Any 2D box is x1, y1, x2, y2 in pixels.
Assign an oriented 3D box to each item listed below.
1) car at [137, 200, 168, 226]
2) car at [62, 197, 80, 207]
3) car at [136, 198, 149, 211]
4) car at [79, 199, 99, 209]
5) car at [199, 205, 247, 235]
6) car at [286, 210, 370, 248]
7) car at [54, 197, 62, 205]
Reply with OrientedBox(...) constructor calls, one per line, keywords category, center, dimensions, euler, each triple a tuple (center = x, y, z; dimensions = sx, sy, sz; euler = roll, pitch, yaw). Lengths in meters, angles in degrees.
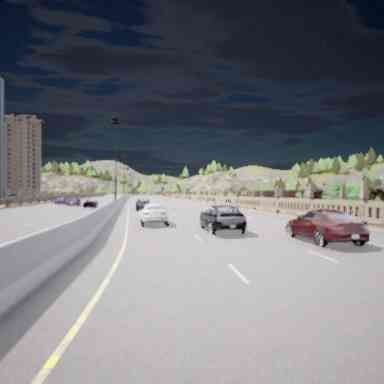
OrientedBox(category="car", center=(-2.754, 1.552, 23.696), dimensions=(1.812, 1.442, 4.674), euler=(0, 0, -10))
OrientedBox(category="car", center=(-19.284, 1.609, 54.433), dimensions=(2.128, 1.511, 4.902), euler=(0, 0, -10))
OrientedBox(category="car", center=(-6.059, 1.543, 41.586), dimensions=(2.128, 1.511, 4.902), euler=(0, 0, -11))
OrientedBox(category="car", center=(-14.512, 1.694, 47.819), dimensions=(1.895, 1.301, 4.718), euler=(0, 0, -10))
OrientedBox(category="car", center=(1.636, 1.495, 18.849), dimensions=(2.128, 1.511, 4.902), euler=(0, 0, -9))
OrientedBox(category="car", center=(5.817, 1.508, 14.712), dimensions=(1.812, 1.442, 4.674), euler=(0, 0, -8))
OrientedBox(category="car", center=(-24.107, 1.670, 61.432), dimensions=(1.812, 1.442, 4.674), euler=(0, 0, -10))
